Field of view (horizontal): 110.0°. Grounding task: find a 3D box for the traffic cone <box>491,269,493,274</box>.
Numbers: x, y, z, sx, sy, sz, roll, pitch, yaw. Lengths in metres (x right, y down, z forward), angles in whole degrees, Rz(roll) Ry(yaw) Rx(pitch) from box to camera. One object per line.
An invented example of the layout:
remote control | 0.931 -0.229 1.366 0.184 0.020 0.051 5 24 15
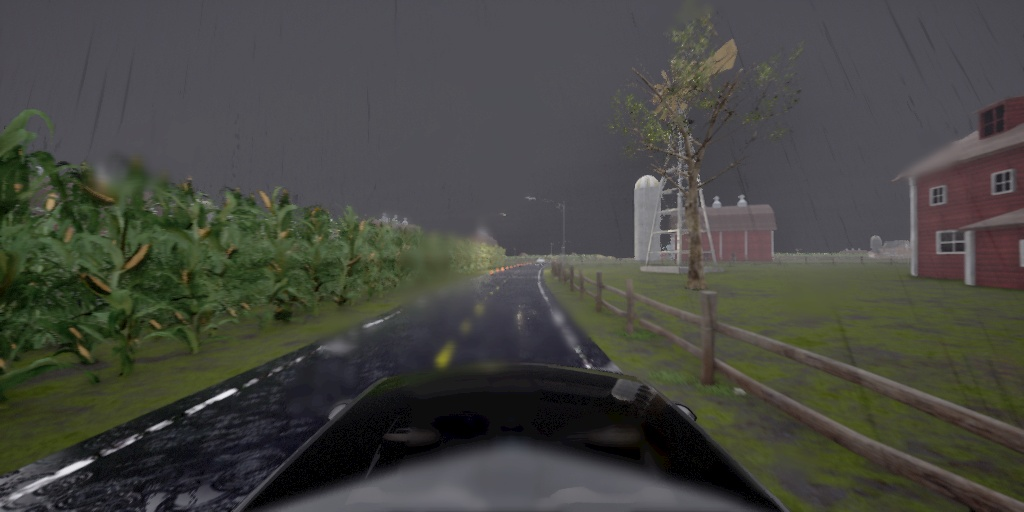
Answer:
traffic cone | -2.252 1.720 40.041 0.340 0.580 0.340 0 0 5

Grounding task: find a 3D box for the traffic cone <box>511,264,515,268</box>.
traffic cone | -0.175 1.735 60.038 0.340 0.580 0.340 0 0 7

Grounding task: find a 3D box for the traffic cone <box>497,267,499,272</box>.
traffic cone | -1.813 1.724 45.048 0.340 0.580 0.340 0 0 5

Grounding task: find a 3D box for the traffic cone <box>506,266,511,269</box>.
traffic cone | -0.774 1.731 55.047 0.340 0.580 0.340 0 0 7
